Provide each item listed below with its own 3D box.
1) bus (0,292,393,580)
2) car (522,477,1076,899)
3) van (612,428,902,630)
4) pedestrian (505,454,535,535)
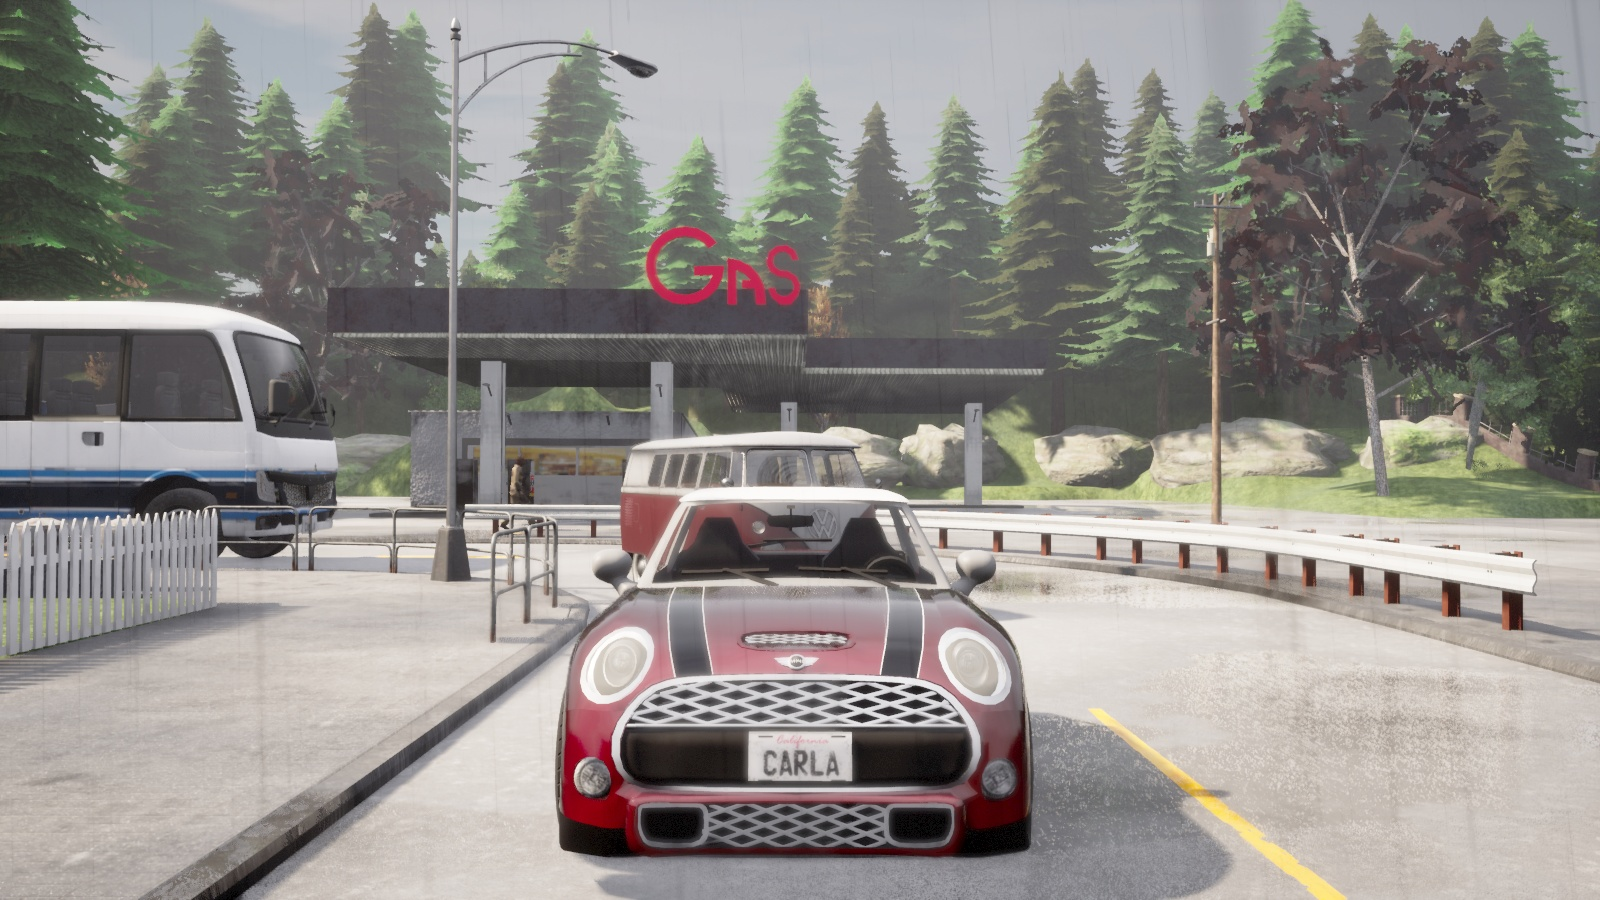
[{"bbox_3d":[-12.445,-0.167,20.586,10.273,4.253,3.944,0,-1,0],"label":"bus"},{"bbox_3d":[-0.025,0.887,6.378,1.970,1.475,3.806,0,-1,-1],"label":"car"},{"bbox_3d":[-0.697,0.818,14.748,1.775,1.987,4.442,0,-1,-25],"label":"van"},{"bbox_3d":[-6.753,1.058,30.273,0.692,1.930,0.396,0,-1,-13],"label":"pedestrian"}]
